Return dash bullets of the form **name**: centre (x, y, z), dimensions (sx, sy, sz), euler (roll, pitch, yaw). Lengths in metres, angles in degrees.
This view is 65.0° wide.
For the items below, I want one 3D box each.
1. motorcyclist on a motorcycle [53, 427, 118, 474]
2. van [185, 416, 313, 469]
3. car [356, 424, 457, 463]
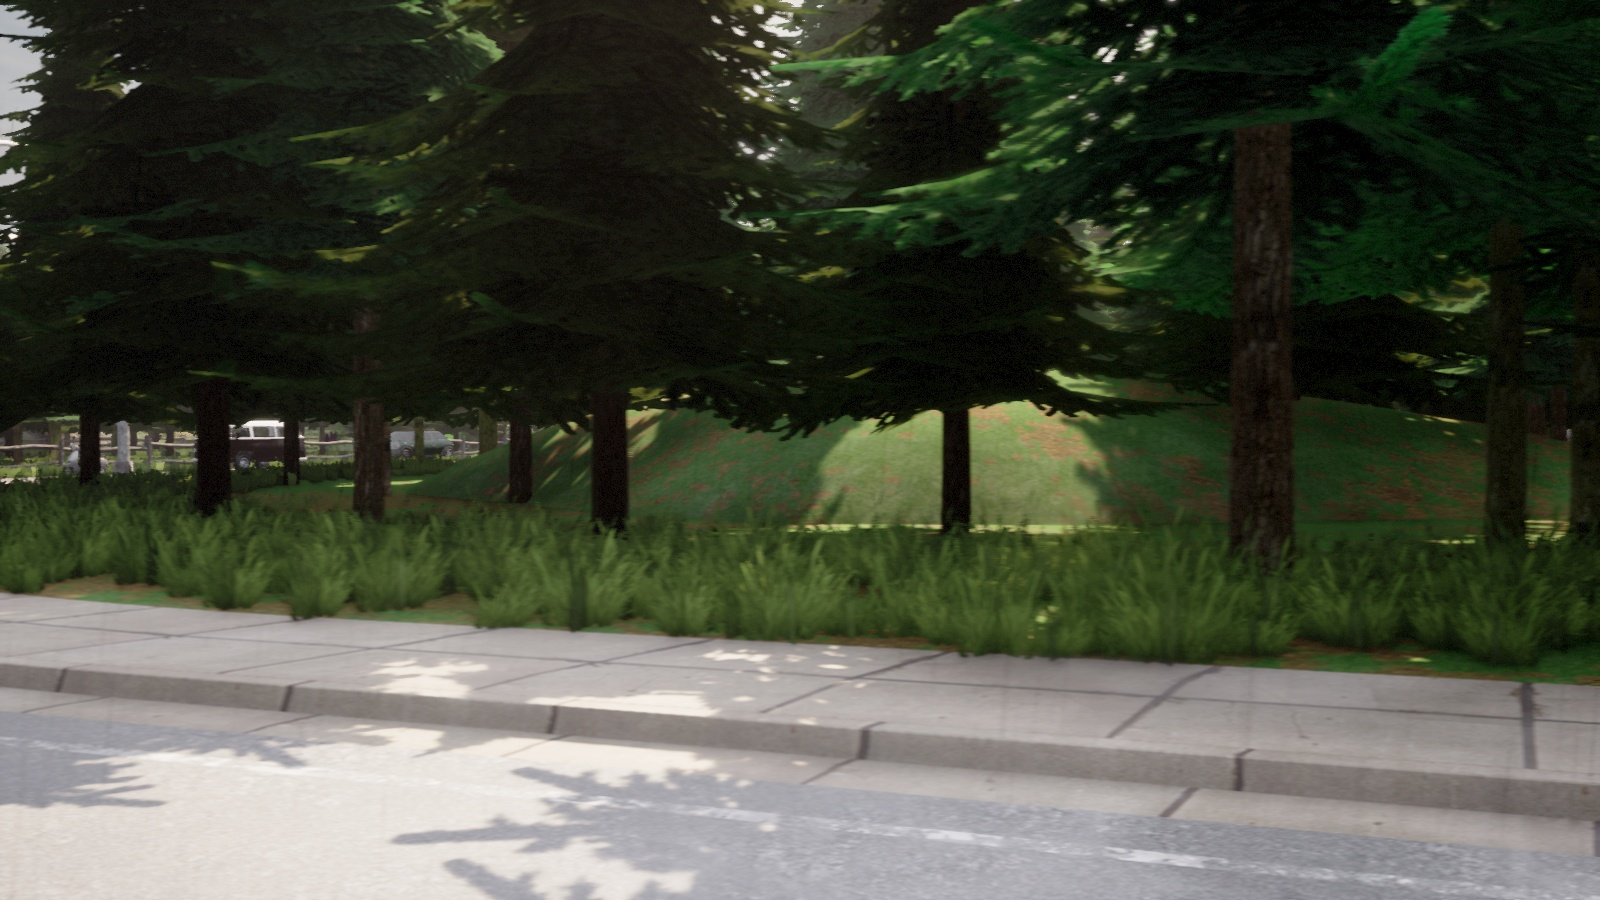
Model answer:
- **motorcyclist on a motorcycle**: centre (-24.798, -0.005, 43.599), dimensions (0.866, 1.590, 1.817), euler (1, 1, 21)
- **van**: centre (-22.006, -0.331, 50.358), dimensions (2.069, 2.038, 4.480), euler (1, 1, 23)
- **car**: centre (-18.395, -0.319, 58.978), dimensions (2.097, 1.767, 4.553), euler (1, 1, 23)
